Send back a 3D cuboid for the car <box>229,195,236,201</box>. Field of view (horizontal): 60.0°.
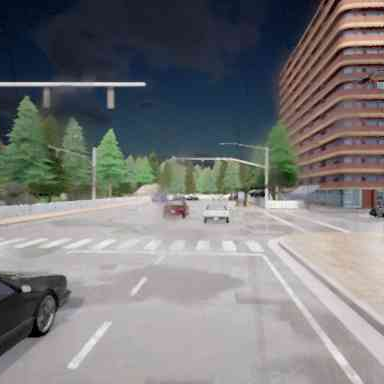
[{"bbox_3d":[10.641,1.453,82.086,2.128,1.511,4.902,0,0,34],"label":"car"}]

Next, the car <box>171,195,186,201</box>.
[{"bbox_3d":[-3.154,1.371,78.036,1.812,1.442,4.674,0,0,20],"label":"car"}]

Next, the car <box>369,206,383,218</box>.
[{"bbox_3d":[18.209,1.683,29.636,4.181,1.385,1.994,0,0,4],"label":"car"}]

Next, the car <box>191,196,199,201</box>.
[{"bbox_3d":[0.017,1.465,76.521,1.895,1.301,4.718,0,0,20],"label":"car"}]

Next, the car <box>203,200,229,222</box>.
[{"bbox_3d":[1.912,1.604,26.122,1.895,1.301,4.718,1,0,4],"label":"car"}]

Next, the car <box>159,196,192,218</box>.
[{"bbox_3d":[-1.351,1.445,29.475,1.882,1.535,5.008,1,0,4],"label":"car"}]

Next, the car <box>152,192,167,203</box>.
[{"bbox_3d":[-6.083,1.075,62.521,2.150,2.045,5.566,0,0,5],"label":"car"}]

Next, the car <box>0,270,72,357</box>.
[{"bbox_3d":[-3.264,1.520,3.582,2.033,1.411,5.357,0,0,5],"label":"car"}]

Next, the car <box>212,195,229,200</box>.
[{"bbox_3d":[6.600,1.426,82.240,1.812,1.442,4.674,0,0,34],"label":"car"}]
